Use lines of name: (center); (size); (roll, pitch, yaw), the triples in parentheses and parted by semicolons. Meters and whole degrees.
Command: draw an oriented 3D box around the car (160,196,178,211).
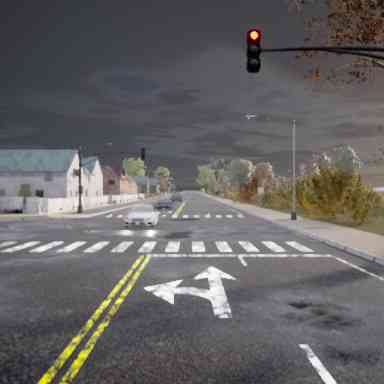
car: (-3.197, 1.524, 40.376); (2.033, 1.411, 5.357); (0, 0, 0)

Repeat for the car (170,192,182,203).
car: (-3.150, 1.127, 68.099); (2.150, 2.045, 5.566); (0, 0, 0)

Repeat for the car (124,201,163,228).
car: (-3.217, 1.533, 22.046); (1.812, 1.442, 4.674); (0, 0, 0)
